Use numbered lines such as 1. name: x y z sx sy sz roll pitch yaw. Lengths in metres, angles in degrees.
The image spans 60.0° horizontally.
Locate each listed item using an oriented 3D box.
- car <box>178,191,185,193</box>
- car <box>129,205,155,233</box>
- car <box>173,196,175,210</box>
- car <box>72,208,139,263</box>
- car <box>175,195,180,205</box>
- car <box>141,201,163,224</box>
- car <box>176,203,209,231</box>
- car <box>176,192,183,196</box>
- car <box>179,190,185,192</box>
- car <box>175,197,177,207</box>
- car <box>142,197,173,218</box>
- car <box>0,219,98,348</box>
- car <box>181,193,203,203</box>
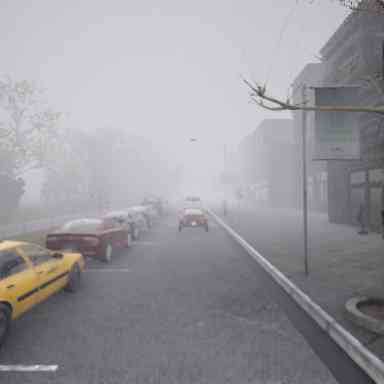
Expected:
1. car: -3.632 1.405 87.557 1.946 1.575 5.366 1 2 2
2. car: -3.651 1.658 18.142 2.231 1.521 4.892 0 -1 2
3. car: -3.653 1.651 40.291 2.185 1.767 4.553 0 0 2
4. car: -3.651 1.614 12.587 2.097 1.535 5.008 0 0 2
5. car: -3.645 1.857 57.142 1.946 1.575 5.366 0 0 2
6. car: -3.651 1.680 23.684 2.097 1.535 5.008 0 0 2
7. car: 0.099 1.694 21.800 1.812 1.442 4.674 0 0 0
8. car: -3.630 1.608 76.537 2.185 1.767 4.553 2 1 2
9. car: -3.636 1.190 93.293 2.231 1.521 4.892 1 3 2
10. car: -3.663 1.864 45.894 2.163 1.488 4.792 -1 0 2
11. car: -3.651 1.471 32.639 2.435 2.045 5.566 0 -1 2
12. car: -3.644 1.548 6.205 1.946 1.575 5.366 0 0 2
13. car: 0.098 1.511 40.327 2.150 2.045 5.566 0 0 0
